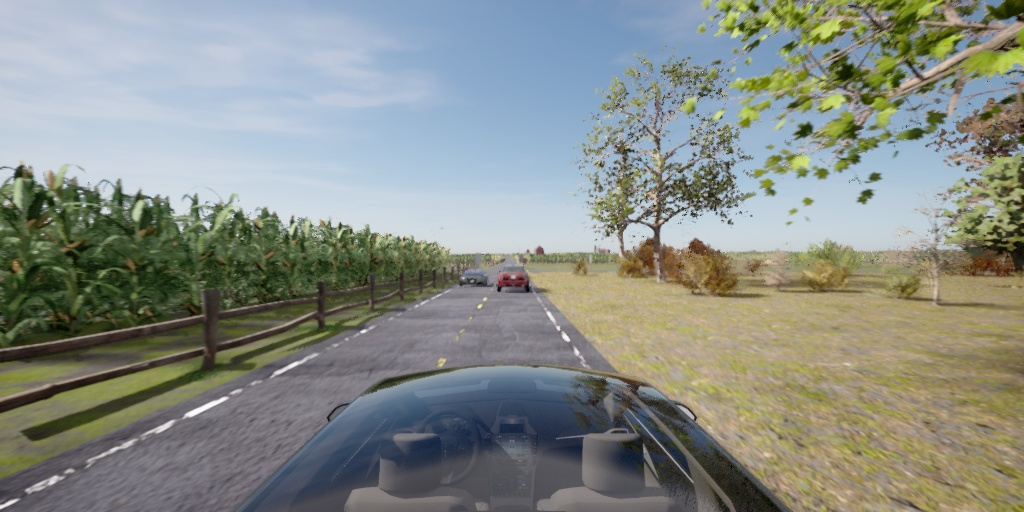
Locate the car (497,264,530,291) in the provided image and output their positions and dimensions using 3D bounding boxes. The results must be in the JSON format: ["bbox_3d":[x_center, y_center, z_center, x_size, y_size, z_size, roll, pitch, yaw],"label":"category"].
[{"bbox_3d":[0.104,1.386,24.701,2.097,1.767,4.553,0,-1,1],"label":"car"}]

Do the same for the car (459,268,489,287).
[{"bbox_3d":[-2.849,1.632,27.522,1.994,1.385,4.181,0,-1,0],"label":"car"}]
